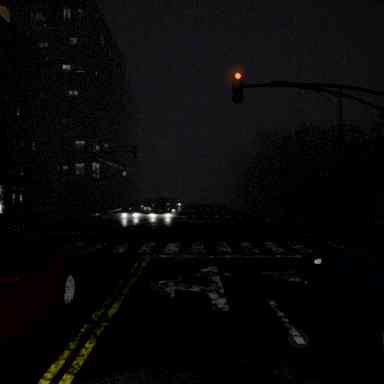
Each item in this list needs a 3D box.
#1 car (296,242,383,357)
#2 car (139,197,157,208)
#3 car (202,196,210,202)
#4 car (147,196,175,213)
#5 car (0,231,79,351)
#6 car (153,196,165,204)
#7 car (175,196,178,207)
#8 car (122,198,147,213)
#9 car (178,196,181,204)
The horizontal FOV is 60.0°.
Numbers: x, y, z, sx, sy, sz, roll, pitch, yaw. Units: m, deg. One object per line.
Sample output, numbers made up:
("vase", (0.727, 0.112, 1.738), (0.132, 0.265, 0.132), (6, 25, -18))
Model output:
("car", (3.355, 1.547, 5.374), (2.033, 1.411, 5.357), (0, 0, 0))
("car", (-6.567, 1.558, 50.187), (2.033, 1.411, 5.357), (0, 0, 0))
("car", (3.302, 1.628, 78.391), (1.895, 1.301, 4.718), (0, 0, 0))
("car", (-3.327, 1.356, 36.889), (2.097, 1.767, 4.553), (0, 0, 0))
("car", (-3.348, 1.477, 5.114), (1.882, 1.535, 5.008), (0, 0, 0))
("car", (-6.483, 1.586, 66.348), (1.994, 1.385, 4.181), (0, 0, 1))
("car", (-3.318, 1.487, 46.242), (1.882, 1.535, 5.008), (0, 0, 0))
("car", (-6.575, 1.569, 37.498), (1.994, 1.385, 4.181), (0, 0, 0))
("car", (-3.241, 1.529, 66.395), (1.837, 1.490, 4.892), (0, -1, 1))
